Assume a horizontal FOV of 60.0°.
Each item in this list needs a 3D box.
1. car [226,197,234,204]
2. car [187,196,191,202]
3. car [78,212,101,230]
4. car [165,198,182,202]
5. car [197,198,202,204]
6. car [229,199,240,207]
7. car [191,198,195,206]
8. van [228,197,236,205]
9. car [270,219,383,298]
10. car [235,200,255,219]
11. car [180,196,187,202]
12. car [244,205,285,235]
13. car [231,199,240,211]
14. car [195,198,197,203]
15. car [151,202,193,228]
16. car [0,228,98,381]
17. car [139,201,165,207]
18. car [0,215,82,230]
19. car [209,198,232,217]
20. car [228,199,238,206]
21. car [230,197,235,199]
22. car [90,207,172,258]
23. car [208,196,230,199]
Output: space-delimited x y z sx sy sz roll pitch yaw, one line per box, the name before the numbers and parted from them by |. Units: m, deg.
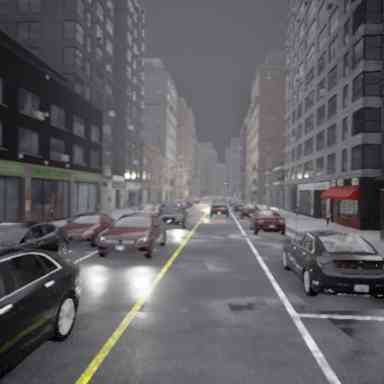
car | 10.108 2.220 87.608 1.967 1.590 4.097 0 -1 5
car | -1.702 1.695 48.833 1.967 1.590 4.097 0 0 5
car | -4.547 1.581 14.979 1.802 1.307 4.206 1 0 5
car | -2.650 1.725 37.548 1.947 1.339 4.313 0 0 5
car | 0.667 2.076 77.045 1.887 1.381 4.507 0 -1 5
car | 8.213 2.110 65.039 1.947 1.339 4.313 0 -1 5
car | -1.227 1.622 54.476 2.192 1.841 5.009 0 0 5
van | 9.161 1.999 76.325 1.690 1.788 3.998 0 -1 5
car | 3.474 1.643 8.619 2.008 1.369 4.403 0 0 5
car | 5.370 1.787 31.187 1.887 1.381 4.507 0 0 5
car | -2.176 1.646 43.191 1.967 1.590 4.097 0 0 5
car | 4.422 1.707 19.904 1.887 1.381 4.507 0 0 5
car | 6.317 1.899 42.471 1.947 1.339 4.313 0 0 5
car | -0.754 1.801 60.119 1.967 1.590 4.097 0 -1 5
car | -1.290 1.655 22.982 1.994 1.385 4.181 1 0 4
car | -2.908 1.477 3.765 1.837 1.490 4.892 1 0 5
car | -3.611 1.598 26.095 1.752 1.417 4.829 0 0 5
car | -5.021 1.531 9.336 1.947 1.339 4.313 1 0 5
car | 2.773 1.723 33.636 1.837 1.490 4.892 1 0 5
car | 8.687 2.166 70.680 1.947 1.339 4.313 0 -1 5
car | 6.792 1.822 48.113 1.967 1.590 4.097 0 0 5
car | -2.126 1.553 13.049 1.812 1.442 4.674 1 0 5
car | 3.641 1.658 44.530 2.097 1.767 4.553 1 0 5
